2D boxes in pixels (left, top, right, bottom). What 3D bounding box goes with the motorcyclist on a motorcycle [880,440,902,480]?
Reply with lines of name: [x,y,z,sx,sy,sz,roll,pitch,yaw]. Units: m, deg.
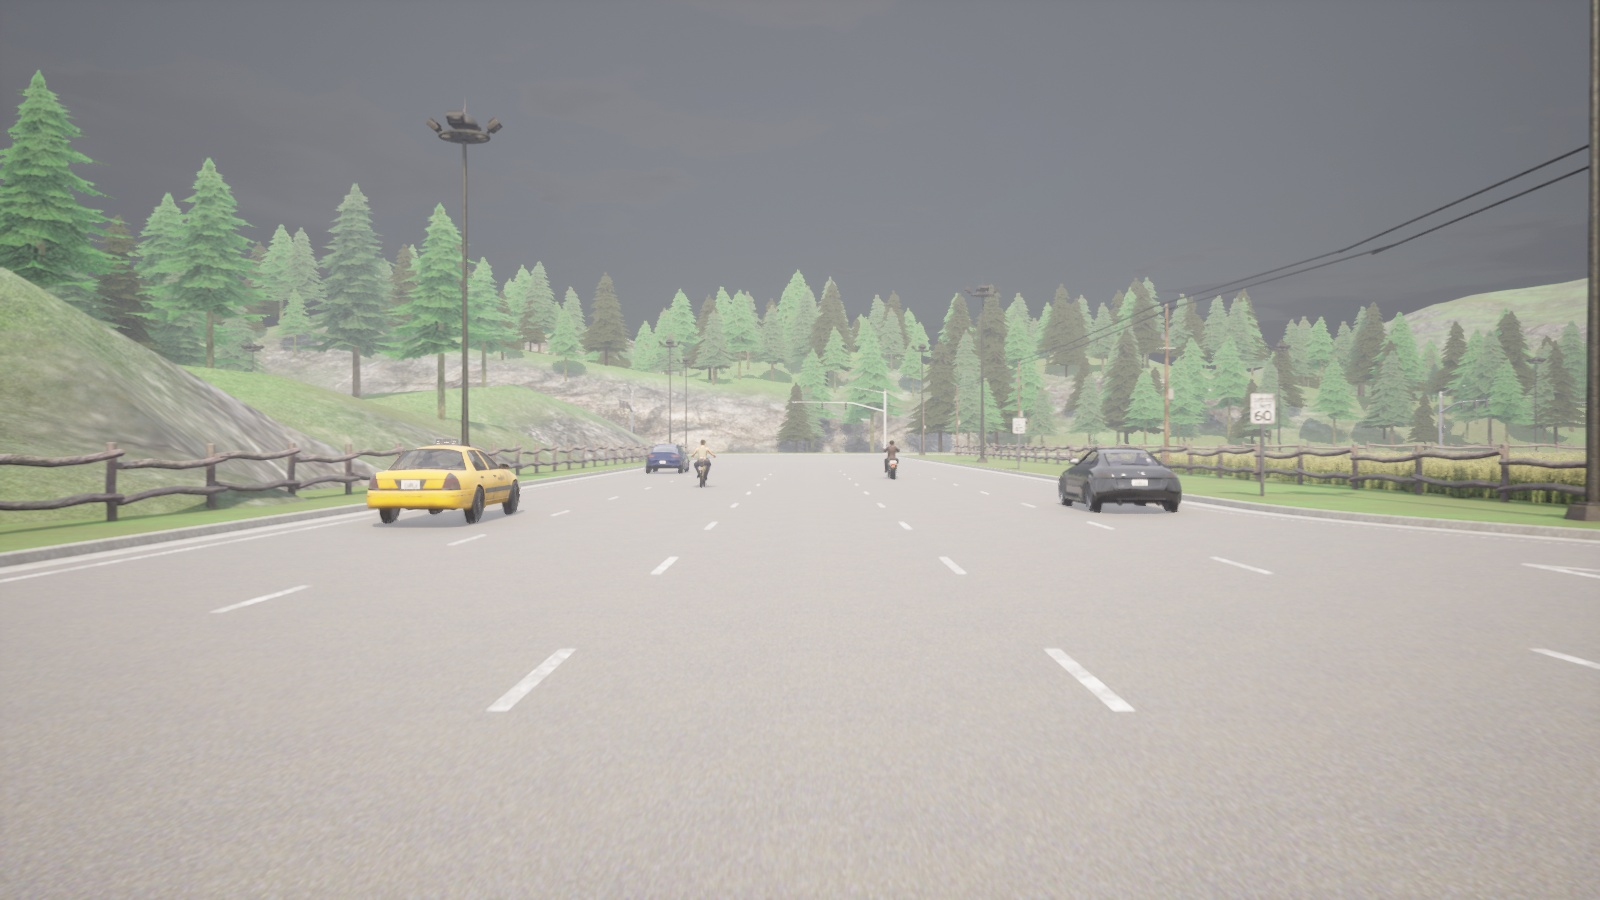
motorcyclist on a motorcycle: [3.813,0.403,52.579,0.766,1.649,2.350,0,0,0]

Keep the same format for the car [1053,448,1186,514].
car: [7.177,0.654,28.642,1.994,1.385,4.181,0,0,0]

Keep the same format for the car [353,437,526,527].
car: [-6.846,0.542,24.505,1.801,1.575,5.366,0,0,0]

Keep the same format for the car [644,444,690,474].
car: [-6.632,0.411,63.098,1.812,1.442,4.674,0,0,0]
